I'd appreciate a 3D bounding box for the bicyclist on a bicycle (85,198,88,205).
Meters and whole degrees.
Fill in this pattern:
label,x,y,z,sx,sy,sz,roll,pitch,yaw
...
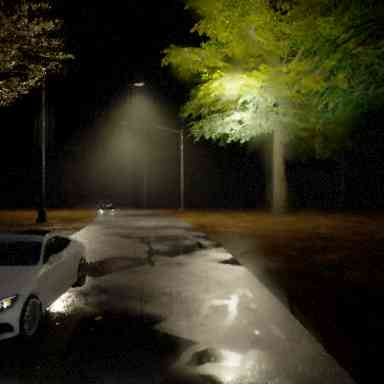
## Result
label,x,y,z,sx,sy,sz,roll,pitch,yaw
bicyclist on a bicycle,-25.446,2.305,80.366,0.866,1.612,1.509,0,-2,-36

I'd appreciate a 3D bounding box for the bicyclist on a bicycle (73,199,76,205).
label,x,y,z,sx,sy,sz,roll,pitch,yaw
bicyclist on a bicycle,-30.873,2.506,87.576,0.866,1.612,1.509,-1,0,-38

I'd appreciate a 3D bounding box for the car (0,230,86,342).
label,x,y,z,sx,sy,sz,roll,pitch,yaw
car,-3.433,1.538,6.582,1.812,1.442,4.674,0,0,-3

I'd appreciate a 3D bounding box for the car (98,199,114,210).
label,x,y,z,sx,sy,sz,roll,pitch,yaw
car,-12.505,1.776,48.283,1.837,1.490,4.892,0,-1,-21
